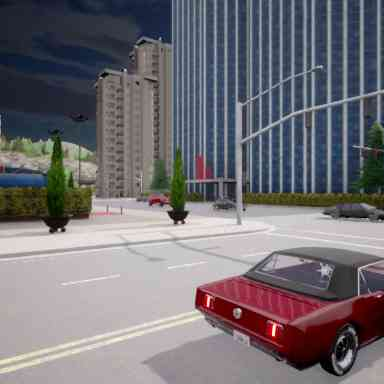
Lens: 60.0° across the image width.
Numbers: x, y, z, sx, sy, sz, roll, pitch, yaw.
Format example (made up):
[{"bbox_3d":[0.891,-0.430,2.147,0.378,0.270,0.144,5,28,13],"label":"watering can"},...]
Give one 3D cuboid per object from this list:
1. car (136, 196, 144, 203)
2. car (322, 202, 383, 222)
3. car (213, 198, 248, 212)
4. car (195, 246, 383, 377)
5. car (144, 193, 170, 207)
[{"bbox_3d":[-10.155,1.511,70.722,2.128,1.511,4.902,0,0,-36],"label":"car"},{"bbox_3d":[13.205,1.547,26.529,2.033,1.411,5.357,0,0,-36],"label":"car"},{"bbox_3d":[4.408,1.506,38.546,1.837,1.490,4.892,0,0,-36],"label":"car"},{"bbox_3d":[2.459,1.601,5.564,4.718,1.301,1.895,0,0,-35],"label":"car"},{"bbox_3d":[-4.652,1.223,51.027,2.150,2.045,5.566,0,0,-36],"label":"car"}]
